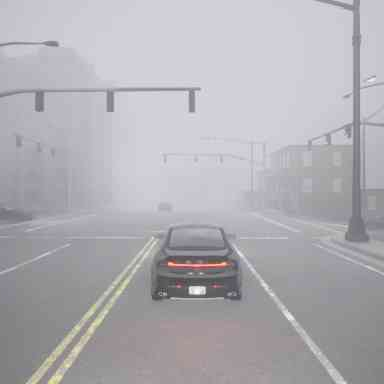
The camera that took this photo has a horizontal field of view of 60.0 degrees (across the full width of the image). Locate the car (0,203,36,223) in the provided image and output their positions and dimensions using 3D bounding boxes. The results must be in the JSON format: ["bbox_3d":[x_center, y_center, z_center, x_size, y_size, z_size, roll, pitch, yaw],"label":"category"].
[{"bbox_3d":[-14.214,1.526,24.918,4.674,1.442,1.812,0,0,0],"label":"car"}]

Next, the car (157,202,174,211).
[{"bbox_3d":[-3.633,2.066,45.578,1.837,1.490,4.892,0,-5,0],"label":"car"}]

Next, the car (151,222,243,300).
[{"bbox_3d":[0.094,1.505,8.342,1.837,1.490,4.892,0,0,0],"label":"car"}]

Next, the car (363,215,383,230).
[{"bbox_3d":[16.047,2.655,28.228,4.181,1.385,1.994,8,0,0],"label":"car"}]
